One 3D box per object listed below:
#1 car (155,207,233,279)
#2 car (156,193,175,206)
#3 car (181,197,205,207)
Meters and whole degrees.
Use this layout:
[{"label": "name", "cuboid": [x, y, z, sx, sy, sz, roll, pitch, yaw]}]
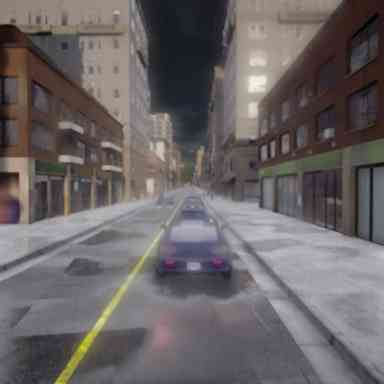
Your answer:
[{"label": "car", "cuboid": [0.052, 1.362, 9.346, 1.812, 1.442, 4.674, 0, 1, 0]}, {"label": "car", "cuboid": [-3.081, 0.861, 39.276, 1.812, 1.442, 4.674, 0, 1, 0]}, {"label": "car", "cuboid": [0.076, 1.097, 26.381, 2.033, 1.411, 5.357, 0, 1, 0]}]
